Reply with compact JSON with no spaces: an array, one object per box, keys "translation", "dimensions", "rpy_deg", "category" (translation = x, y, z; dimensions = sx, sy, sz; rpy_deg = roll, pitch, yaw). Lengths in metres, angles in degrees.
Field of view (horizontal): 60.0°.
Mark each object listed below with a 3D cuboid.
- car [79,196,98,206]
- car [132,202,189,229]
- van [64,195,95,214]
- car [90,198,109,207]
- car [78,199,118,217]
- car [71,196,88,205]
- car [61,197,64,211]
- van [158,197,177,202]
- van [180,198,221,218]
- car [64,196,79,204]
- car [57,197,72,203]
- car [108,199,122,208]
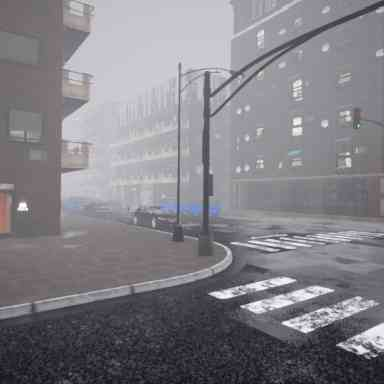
[{"translation":[-18.155,1.597,58.318],"dimensions":[1.967,1.590,4.097],"rpy_deg":[1,-1,-35],"category":"car"},{"translation":[-2.400,1.540,21.611],"dimensions":[2.008,1.369,4.403],"rpy_deg":[1,-1,-35],"category":"car"},{"translation":[-11.931,1.361,35.426],"dimensions":[1.690,1.788,3.998],"rpy_deg":[1,-1,-35],"category":"van"},{"translation":[-14.979,1.730,53.713],"dimensions":[1.802,1.307,4.206],"rpy_deg":[1,-1,-35],"category":"car"},{"translation":[-8.756,1.592,30.820],"dimensions":[1.802,1.307,4.206],"rpy_deg":[1,-1,-35],"category":"car"},{"translation":[-21.332,1.606,62.922],"dimensions":[1.967,1.590,4.097],"rpy_deg":[1,-1,-35],"category":"car"},{"translation":[-15.110,1.581,40.029],"dimensions":[2.008,1.369,4.403],"rpy_deg":[1,-1,-35],"category":"car"},{"translation":[-2.268,1.450,35.297],"dimensions":[1.690,1.788,3.998],"rpy_deg":[1,-1,-35],"category":"van"},{"translation":[0.909,1.439,30.692],"dimensions":[1.690,1.788,3.998],"rpy_deg":[1,-1,-35],"category":"van"},{"translation":[-24.510,1.614,67.527],"dimensions":[1.967,1.590,4.097],"rpy_deg":[1,-1,-35],"category":"car"},{"translation":[-27.688,1.727,72.131],"dimensions":[1.887,1.381,4.507],"rpy_deg":[1,-1,-35],"category":"car"},{"translation":[-11.802,1.683,49.109],"dimensions":[1.887,1.381,4.507],"rpy_deg":[1,-1,-35],"category":"car"}]
